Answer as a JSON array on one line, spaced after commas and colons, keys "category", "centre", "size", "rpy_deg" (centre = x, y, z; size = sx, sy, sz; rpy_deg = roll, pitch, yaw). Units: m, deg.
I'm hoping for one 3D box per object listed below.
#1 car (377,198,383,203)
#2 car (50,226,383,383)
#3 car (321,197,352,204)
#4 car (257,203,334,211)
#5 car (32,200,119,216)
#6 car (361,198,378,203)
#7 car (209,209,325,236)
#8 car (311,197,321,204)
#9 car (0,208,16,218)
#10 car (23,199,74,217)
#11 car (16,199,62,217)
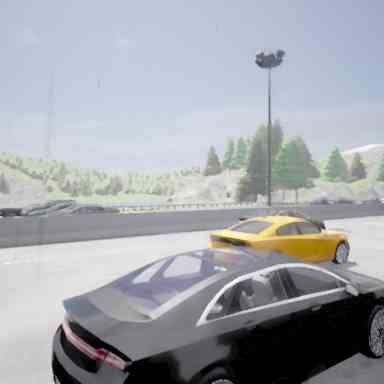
[{"category": "car", "centre": [27.628, 1.579, 45.143], "size": [4.718, 1.301, 1.895], "rpy_deg": [0, 0, -35]}, {"category": "car", "centre": [0.814, 1.491, 4.333], "size": [4.902, 1.511, 2.128], "rpy_deg": [0, 0, -35]}, {"category": "car", "centre": [22.029, 1.472, 49.770], "size": [4.902, 1.511, 2.128], "rpy_deg": [0, 0, -35]}, {"category": "car", "centre": [4.174, 1.487, 15.323], "size": [4.902, 1.511, 2.128], "rpy_deg": [0, 0, -35]}, {"category": "car", "centre": [-6.852, 1.492, 20.600], "size": [4.902, 1.511, 2.128], "rpy_deg": [0, 0, -36]}, {"category": "car", "centre": [26.389, 1.542, 48.537], "size": [4.181, 1.385, 1.994], "rpy_deg": [0, 0, -35]}, {"category": "car", "centre": [2.755, 1.475, 10.013], "size": [5.008, 1.535, 1.882], "rpy_deg": [0, 0, -35]}, {"category": "car", "centre": [20.947, 1.506, 53.271], "size": [4.674, 1.442, 1.812], "rpy_deg": [0, 0, -35]}, {"category": "car", "centre": [-13.923, 1.603, 28.454], "size": [4.718, 1.301, 1.895], "rpy_deg": [0, 0, -36]}, {"category": "car", "centre": [-8.879, 1.506, 23.454], "size": [4.892, 1.490, 1.837], "rpy_deg": [0, 0, -36]}, {"category": "car", "centre": [-10.961, 1.353, 26.267], "size": [4.553, 1.767, 2.097], "rpy_deg": [0, 0, -36]}]
